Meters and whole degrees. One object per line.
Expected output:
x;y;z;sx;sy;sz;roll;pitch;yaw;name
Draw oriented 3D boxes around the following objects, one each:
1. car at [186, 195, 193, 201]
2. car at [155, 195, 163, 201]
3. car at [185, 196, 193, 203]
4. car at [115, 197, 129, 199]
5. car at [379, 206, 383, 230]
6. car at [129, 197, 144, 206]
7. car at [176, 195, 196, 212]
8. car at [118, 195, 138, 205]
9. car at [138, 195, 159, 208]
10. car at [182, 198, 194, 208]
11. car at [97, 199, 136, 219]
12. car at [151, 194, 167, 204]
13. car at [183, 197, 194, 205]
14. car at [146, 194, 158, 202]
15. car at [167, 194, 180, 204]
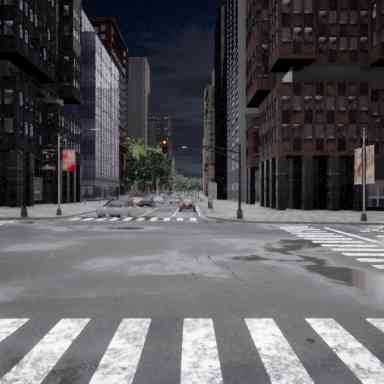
-0.758;1.689;93.300;1.887;1.381;4.507;0;0;0;car
-9.282;1.689;93.276;1.887;1.381;4.507;0;0;0;car
-0.665;1.607;71.770;1.752;1.417;4.829;0;0;0;car
-9.049;1.571;39.017;1.947;1.339;4.313;0;0;0;car
14.844;1.723;20.974;4.902;1.511;2.128;1;0;0;car
-9.118;1.566;55.124;1.752;1.417;4.829;0;0;0;car
-0.524;1.445;39.051;1.967;1.590;4.097;0;0;0;car
-9.073;1.332;44.443;2.192;1.841;5.009;0;0;0;car
-6.416;1.572;47.952;2.033;1.411;5.357;0;0;0;car
-0.570;1.611;49.900;1.802;1.307;4.206;0;0;0;car
-6.603;1.584;28.894;1.895;1.301;4.718;0;0;4;car
-6.430;1.587;63.912;1.812;1.442;4.674;0;0;0;car
-0.617;1.599;60.750;1.887;1.381;4.507;0;0;0;car
-9.213;1.411;76.999;2.192;1.841;5.009;0;0;0;car
-3.398;1.667;65.653;1.895;1.301;4.718;0;0;0;car
